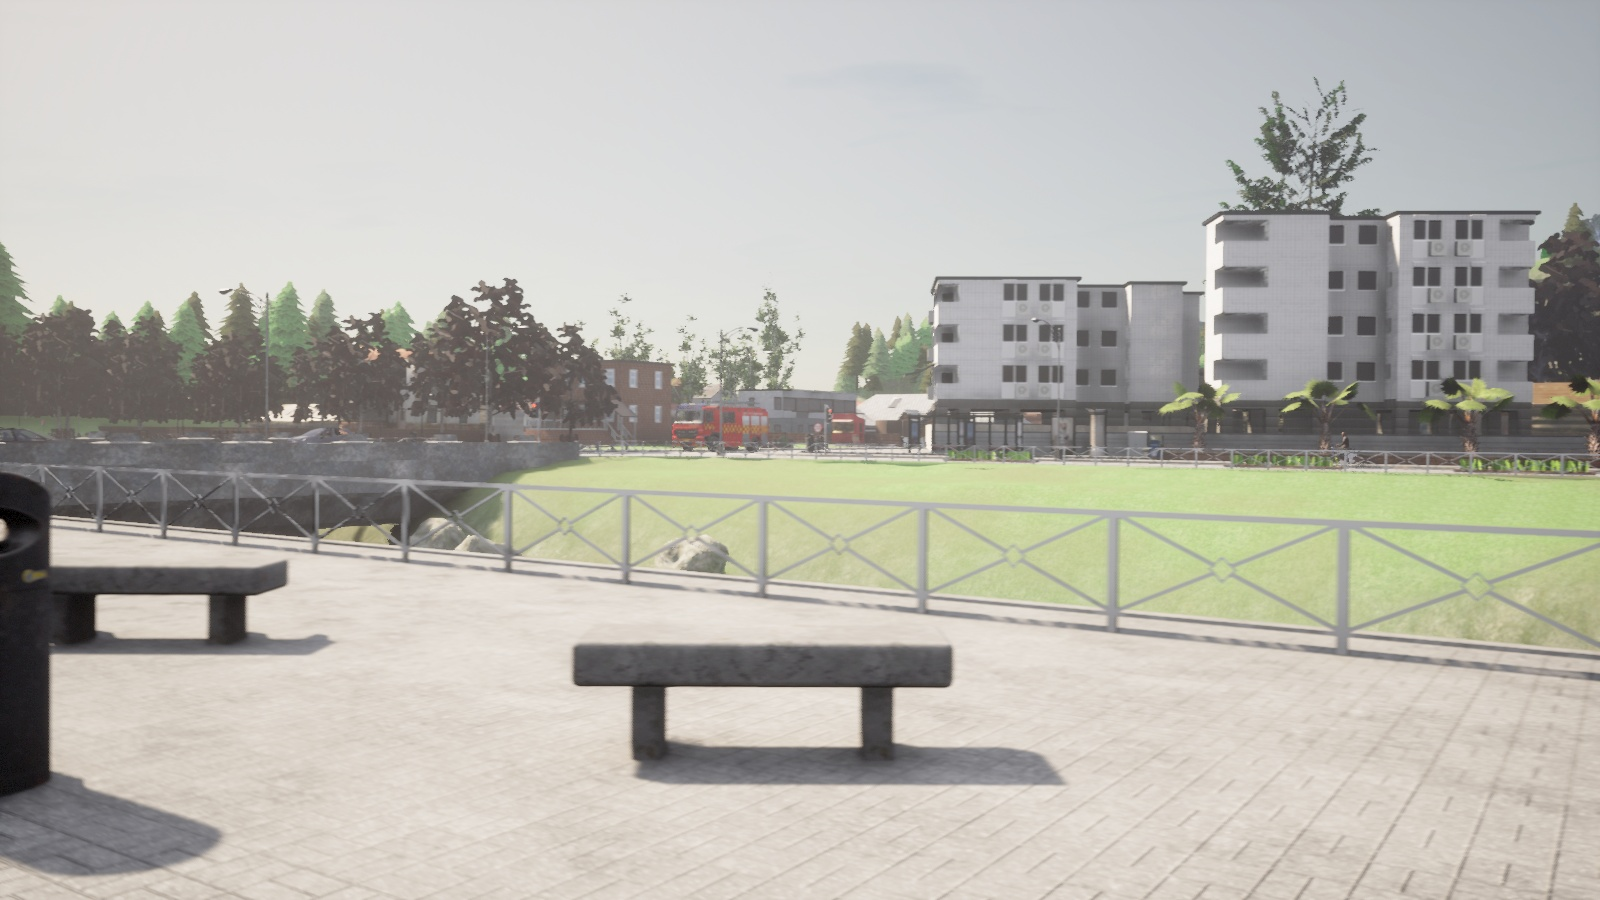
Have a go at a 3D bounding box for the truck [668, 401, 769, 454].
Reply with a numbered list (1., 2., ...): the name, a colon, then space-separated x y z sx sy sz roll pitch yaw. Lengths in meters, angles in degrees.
1. truck: -6.037 -1.666 94.345 2.891 3.827 8.468 0 1 34

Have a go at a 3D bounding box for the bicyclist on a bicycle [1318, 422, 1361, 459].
1. bicyclist on a bicycle: 26.172 -0.467 60.915 1.843 1.776 0.659 0 1 34

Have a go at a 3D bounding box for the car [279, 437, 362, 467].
1. car: -25.070 0.076 65.692 1.845 1.501 3.633 0 1 34

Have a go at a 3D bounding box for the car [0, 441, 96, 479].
1. car: -31.029 0.385 49.482 2.033 1.411 5.357 0 1 34
